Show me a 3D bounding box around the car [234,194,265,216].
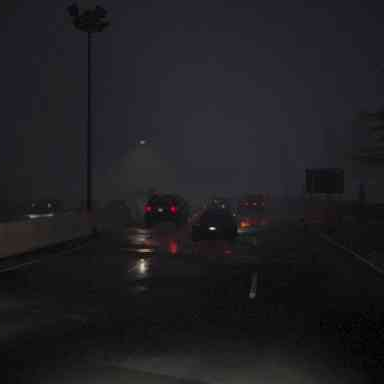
[{"bbox_3d":[5.784,1.219,32.934,2.150,2.045,5.566,0,0,1],"label":"car"}]

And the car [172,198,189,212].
[{"bbox_3d":[-1.369,1.500,38.801,1.837,1.490,4.892,0,0,-3],"label":"car"}]

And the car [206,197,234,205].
[{"bbox_3d":[2.658,1.378,34.079,1.837,1.490,4.892,4,-7,-7],"label":"car"}]

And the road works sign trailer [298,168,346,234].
[{"bbox_3d":[7.518,0.463,18.403,2.380,3.560,2.880,0,0,-12],"label":"road works sign trailer"}]

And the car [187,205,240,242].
[{"bbox_3d":[1.206,1.562,16.434,1.994,1.385,4.181,0,0,9],"label":"car"}]

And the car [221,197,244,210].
[{"bbox_3d":[5.223,1.474,43.634,1.882,1.535,5.008,0,0,-5],"label":"car"}]

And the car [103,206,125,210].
[{"bbox_3d":[-8.395,1.488,36.304,2.128,1.511,4.902,0,0,-3],"label":"car"}]

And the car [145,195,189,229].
[{"bbox_3d":[-1.571,1.210,21.960,2.150,2.045,5.566,0,-1,5],"label":"car"}]
